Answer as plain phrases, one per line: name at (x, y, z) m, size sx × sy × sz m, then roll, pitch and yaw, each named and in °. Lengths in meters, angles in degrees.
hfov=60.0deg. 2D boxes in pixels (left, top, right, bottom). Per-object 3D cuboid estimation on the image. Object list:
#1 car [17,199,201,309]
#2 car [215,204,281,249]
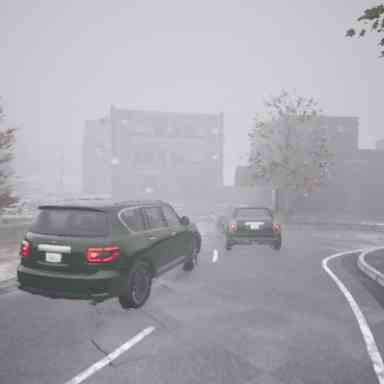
car at (-1.475, 1.176, 8.093) m, size 2.150 × 2.045 × 5.566 m, roll 1°, pitch 0°, yaw 18°
car at (2.239, 1.285, 14.258) m, size 2.097 × 1.767 × 4.553 m, roll 0°, pitch 0°, yaw -1°
